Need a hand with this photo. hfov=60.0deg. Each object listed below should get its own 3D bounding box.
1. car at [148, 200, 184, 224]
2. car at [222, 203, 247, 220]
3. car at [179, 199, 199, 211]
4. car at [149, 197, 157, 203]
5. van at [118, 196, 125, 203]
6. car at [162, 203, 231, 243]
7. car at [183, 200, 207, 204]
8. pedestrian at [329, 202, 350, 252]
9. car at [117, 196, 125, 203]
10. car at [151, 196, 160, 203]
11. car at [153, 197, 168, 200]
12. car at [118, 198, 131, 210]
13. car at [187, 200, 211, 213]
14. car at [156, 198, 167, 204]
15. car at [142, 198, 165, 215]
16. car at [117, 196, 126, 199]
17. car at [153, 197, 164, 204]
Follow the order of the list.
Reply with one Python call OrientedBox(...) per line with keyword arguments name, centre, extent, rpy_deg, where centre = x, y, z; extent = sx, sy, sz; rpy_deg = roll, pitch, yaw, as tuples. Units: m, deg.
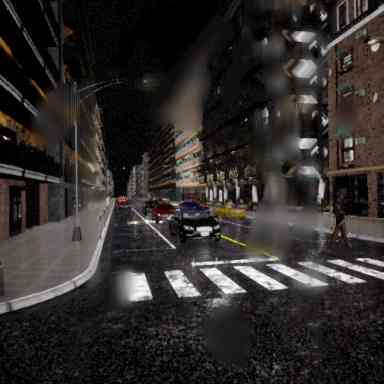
OrientedBox(name="car", centre=(-2.179, 1.666, 26.578), extent=(1.812, 1.442, 4.674), rpy_deg=(-1, 0, -13))
OrientedBox(name="car", centre=(3.230, 1.603, 28.911), extent=(1.752, 1.417, 4.829), rpy_deg=(-1, 0, -13))
OrientedBox(name="car", centre=(-0.474, 1.746, 45.311), extent=(1.887, 1.381, 4.507), rpy_deg=(-1, 0, -13))
OrientedBox(name="car", centre=(-10.453, 2.140, 89.495), extent=(1.802, 1.307, 4.206), rpy_deg=(-1, 0, -13))
OrientedBox(name="van", centre=(-18.634, 2.001, 87.670), extent=(1.690, 1.788, 3.998), rpy_deg=(-1, 0, -13))
OrientedBox(name="car", centre=(0.023, 1.569, 16.822), extent=(2.128, 1.511, 4.902), rpy_deg=(-1, 0, -13))
OrientedBox(name="car", centre=(-0.196, 1.663, 32.329), extent=(1.812, 1.442, 4.674), rpy_deg=(-1, 0, -13))
OrientedBox(name="pedestrian", centre=(5.490, 1.286, 12.356), extent=(0.375, 1.860, 0.375), rpy_deg=(-1, 0, -13))
OrientedBox(name="car", centre=(-19.882, 2.028, 93.191), extent=(2.192, 1.841, 5.009), rpy_deg=(-1, 0, -13))
OrientedBox(name="car", centre=(-9.206, 1.951, 83.972), extent=(1.967, 1.590, 4.097), rpy_deg=(-1, 0, -13))
OrientedBox(name="car", centre=(-5.695, 1.853, 56.644), extent=(1.812, 1.442, 4.674), rpy_deg=(-1, 0, -13))
OrientedBox(name="car", centre=(-9.899, 1.929, 49.007), extent=(1.802, 1.307, 4.206), rpy_deg=(-1, 0, -13))
OrientedBox(name="car", centre=(0.773, 1.703, 39.789), extent=(1.887, 1.381, 4.507), rpy_deg=(-1, 0, -13))
OrientedBox(name="car", centre=(-6.710, 1.972, 72.927), extent=(2.008, 1.369, 4.403), rpy_deg=(-1, 0, -13))
OrientedBox(name="car", centre=(-4.453, 1.719, 36.699), extent=(1.837, 1.490, 4.892), rpy_deg=(-1, 0, -13))
OrientedBox(name="car", centre=(-14.892, 1.838, 71.102), extent=(2.192, 1.841, 5.009), rpy_deg=(-1, 0, -13))
OrientedBox(name="car", centre=(-7.958, 2.010, 78.450), extent=(1.887, 1.381, 4.507), rpy_deg=(-1, 0, -13))
